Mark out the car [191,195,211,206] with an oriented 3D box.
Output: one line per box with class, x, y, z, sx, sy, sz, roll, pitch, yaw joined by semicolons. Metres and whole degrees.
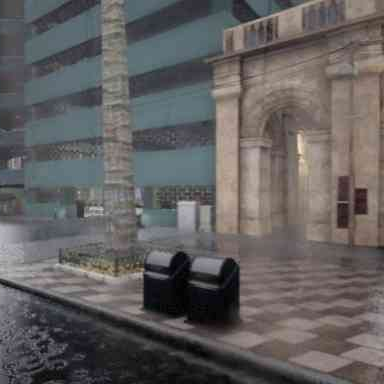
car;2.030;1.005;24.306;5.566;2.045;2.435;0;0;36
